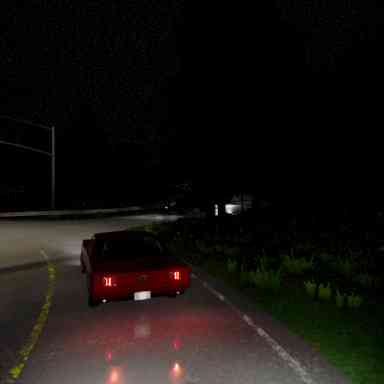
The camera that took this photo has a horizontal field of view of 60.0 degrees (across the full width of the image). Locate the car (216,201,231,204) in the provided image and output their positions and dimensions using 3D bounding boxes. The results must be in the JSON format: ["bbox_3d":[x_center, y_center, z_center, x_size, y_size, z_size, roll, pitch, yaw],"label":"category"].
[{"bbox_3d":[3.900,0.640,41.477,1.812,1.442,4.674,0,4,9],"label":"car"}]

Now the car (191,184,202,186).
[{"bbox_3d":[2.336,-0.541,54.100,1.882,1.535,5.008,0,5,-27],"label":"car"}]

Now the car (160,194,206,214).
[{"bbox_3d":[-0.615,0.954,32.394,2.150,2.045,5.566,0,2,39],"label":"car"}]

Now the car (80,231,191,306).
[{"bbox_3d":[-1.678,1.601,8.145,1.895,1.301,4.718,0,0,-21],"label":"car"}]
